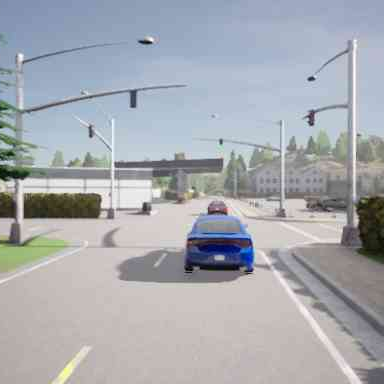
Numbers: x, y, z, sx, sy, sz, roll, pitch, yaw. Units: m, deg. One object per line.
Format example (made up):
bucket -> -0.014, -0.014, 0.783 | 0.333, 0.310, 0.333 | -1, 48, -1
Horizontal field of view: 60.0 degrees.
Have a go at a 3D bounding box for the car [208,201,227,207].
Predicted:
car -> 2.534, 1.560, 33.436 | 1.994, 1.385, 4.181 | 0, 0, 4

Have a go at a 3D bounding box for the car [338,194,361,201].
car -> 37.090, 1.366, 78.454 | 4.514, 1.523, 2.007 | 0, 0, 4

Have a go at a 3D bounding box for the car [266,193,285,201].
car -> 19.000, 1.100, 76.061 | 3.866, 1.878, 1.905 | 0, 0, 4

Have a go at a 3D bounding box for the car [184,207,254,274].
car -> 0.822, 1.475, 10.698 | 1.882, 1.535, 5.008 | 0, 0, 3

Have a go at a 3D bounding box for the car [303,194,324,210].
car -> 15.806, 1.358, 38.611 | 5.027, 1.636, 2.152 | 0, 0, 4

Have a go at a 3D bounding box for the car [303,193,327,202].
car -> 26.618, 1.141, 72.231 | 4.605, 1.855, 1.932 | 0, 0, 4

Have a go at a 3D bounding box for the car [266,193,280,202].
car -> 18.156, 1.383, 72.788 | 3.806, 1.475, 1.970 | 0, 0, 4

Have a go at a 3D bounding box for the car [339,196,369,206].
car -> 24.292, 1.364, 49.890 | 3.633, 1.501, 1.845 | 0, 0, 4

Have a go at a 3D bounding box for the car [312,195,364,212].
car -> 15.639, 1.367, 35.478 | 4.514, 1.523, 2.007 | 0, 0, 4
